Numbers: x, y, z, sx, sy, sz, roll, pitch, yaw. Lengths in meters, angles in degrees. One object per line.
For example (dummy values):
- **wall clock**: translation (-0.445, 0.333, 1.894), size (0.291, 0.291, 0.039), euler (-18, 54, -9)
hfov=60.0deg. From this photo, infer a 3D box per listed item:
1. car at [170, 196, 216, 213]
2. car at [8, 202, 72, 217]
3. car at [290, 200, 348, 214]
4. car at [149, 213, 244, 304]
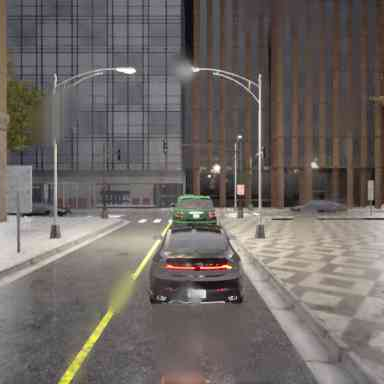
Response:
- **car**: translation (0.040, 1.218, 18.127), size (2.150, 2.045, 5.566), euler (0, 0, -3)
- **car**: translation (-13.893, 1.600, 30.281), size (5.357, 1.411, 2.033), euler (0, 0, 1)
- **car**: translation (12.733, 1.486, 33.508), size (5.357, 1.411, 2.033), euler (0, 0, 0)
- **car**: translation (0.083, 1.503, 8.135), size (1.837, 1.490, 4.892), euler (0, 0, 0)
